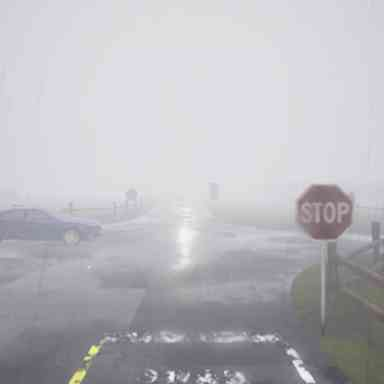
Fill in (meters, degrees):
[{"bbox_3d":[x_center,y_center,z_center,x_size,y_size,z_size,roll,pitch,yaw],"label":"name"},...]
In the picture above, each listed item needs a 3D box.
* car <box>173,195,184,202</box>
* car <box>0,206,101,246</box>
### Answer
[{"bbox_3d":[-2.658,1.249,66.074,1.994,1.385,4.181,0,0,0],"label":"car"},{"bbox_3d":[-6.391,1.360,14.078,5.008,1.535,1.882,1,0,-1],"label":"car"}]
